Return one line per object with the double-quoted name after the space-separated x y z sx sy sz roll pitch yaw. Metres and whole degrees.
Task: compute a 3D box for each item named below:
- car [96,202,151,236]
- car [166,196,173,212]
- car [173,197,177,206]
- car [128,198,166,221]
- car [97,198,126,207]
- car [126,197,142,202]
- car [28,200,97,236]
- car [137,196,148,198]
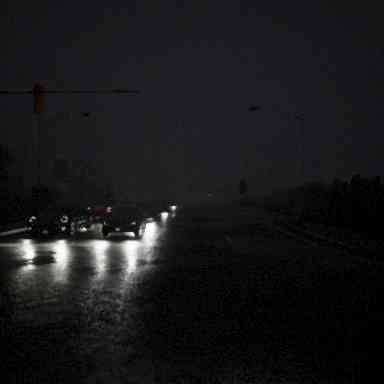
-3.594 1.520 18.340 1.812 1.442 4.674 0 0 -1 "car"
-3.580 1.494 37.925 1.837 1.490 4.892 0 0 0 "car"
-3.507 1.495 53.868 1.837 1.490 4.892 0 0 0 "car"
-3.601 1.483 27.493 2.128 1.511 4.902 0 0 0 "car"
-7.100 1.344 27.261 2.097 1.767 4.553 0 0 0 "car"
-7.088 1.553 36.184 1.994 1.385 4.181 0 0 0 "car"
-7.100 1.346 18.333 2.097 1.767 4.553 0 0 0 "car"
-7.074 1.337 46.507 2.097 1.767 4.553 0 0 0 "car"
